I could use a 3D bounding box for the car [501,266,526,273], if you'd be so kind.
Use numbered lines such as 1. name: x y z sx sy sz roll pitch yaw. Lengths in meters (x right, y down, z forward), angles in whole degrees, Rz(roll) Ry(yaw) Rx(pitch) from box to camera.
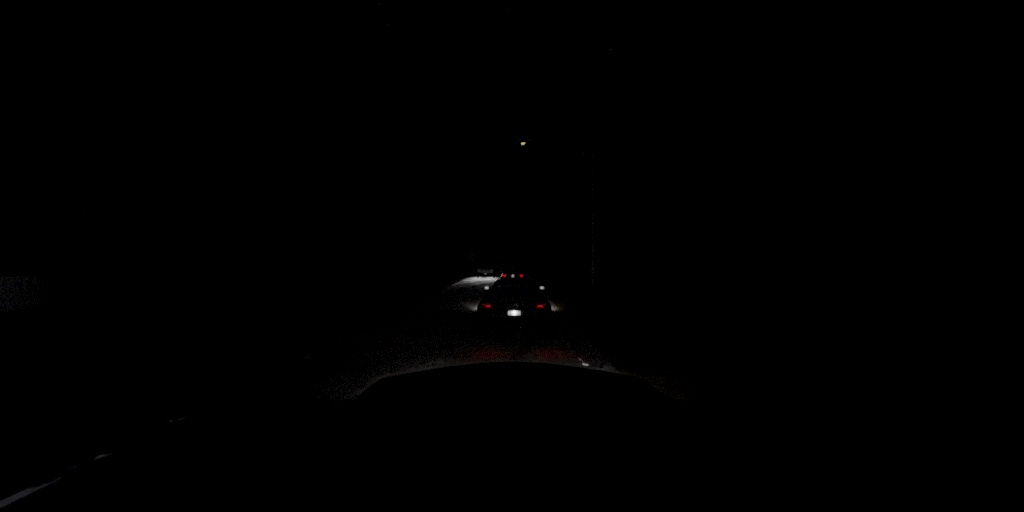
1. car: 0.084 1.480 28.175 2.033 1.411 5.357 0 0 0

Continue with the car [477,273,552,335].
1. car: 0.070 1.377 10.782 1.994 1.385 4.181 0 0 0

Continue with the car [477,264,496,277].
1. car: -2.841 1.612 40.384 1.895 1.301 4.718 0 0 0
